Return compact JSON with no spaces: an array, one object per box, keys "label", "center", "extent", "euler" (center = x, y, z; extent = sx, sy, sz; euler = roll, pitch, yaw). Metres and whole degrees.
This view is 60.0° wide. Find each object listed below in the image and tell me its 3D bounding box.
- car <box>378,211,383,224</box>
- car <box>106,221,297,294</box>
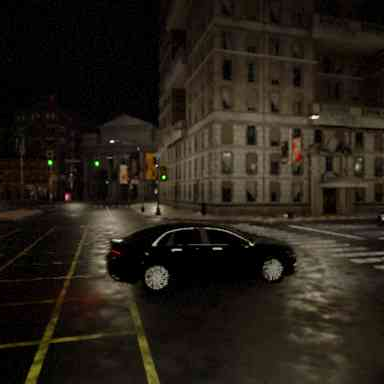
[{"label":"car","center":[15.766,1.604,23.951],"extent":[4.902,1.511,2.128],"euler":[0,0,-16]},{"label":"car","center":[0.314,1.542,8.614],"extent":[4.892,1.490,1.837],"euler":[0,0,-16]}]
